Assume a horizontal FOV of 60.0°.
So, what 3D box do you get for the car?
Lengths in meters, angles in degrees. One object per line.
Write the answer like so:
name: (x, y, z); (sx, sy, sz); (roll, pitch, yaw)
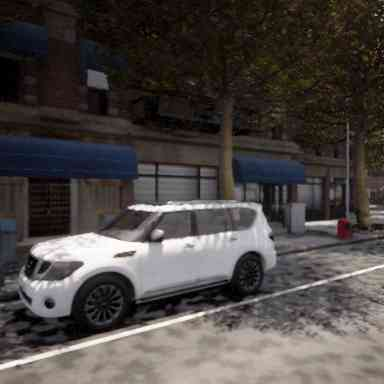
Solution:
car: (-0.583, 1.236, 7.205); (5.566, 2.045, 2.435); (0, 0, -36)
